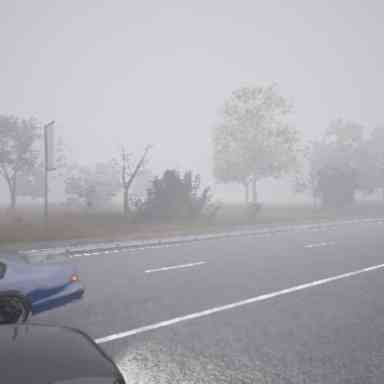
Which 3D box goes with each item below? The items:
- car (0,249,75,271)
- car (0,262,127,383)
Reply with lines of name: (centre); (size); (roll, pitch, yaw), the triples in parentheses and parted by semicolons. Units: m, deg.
car: (-4.477, 1.547, 5.098); (5.357, 1.411, 2.033); (0, 0, -36)
car: (-2.436, 1.564, 2.009); (4.181, 1.385, 1.994); (0, 0, -36)
